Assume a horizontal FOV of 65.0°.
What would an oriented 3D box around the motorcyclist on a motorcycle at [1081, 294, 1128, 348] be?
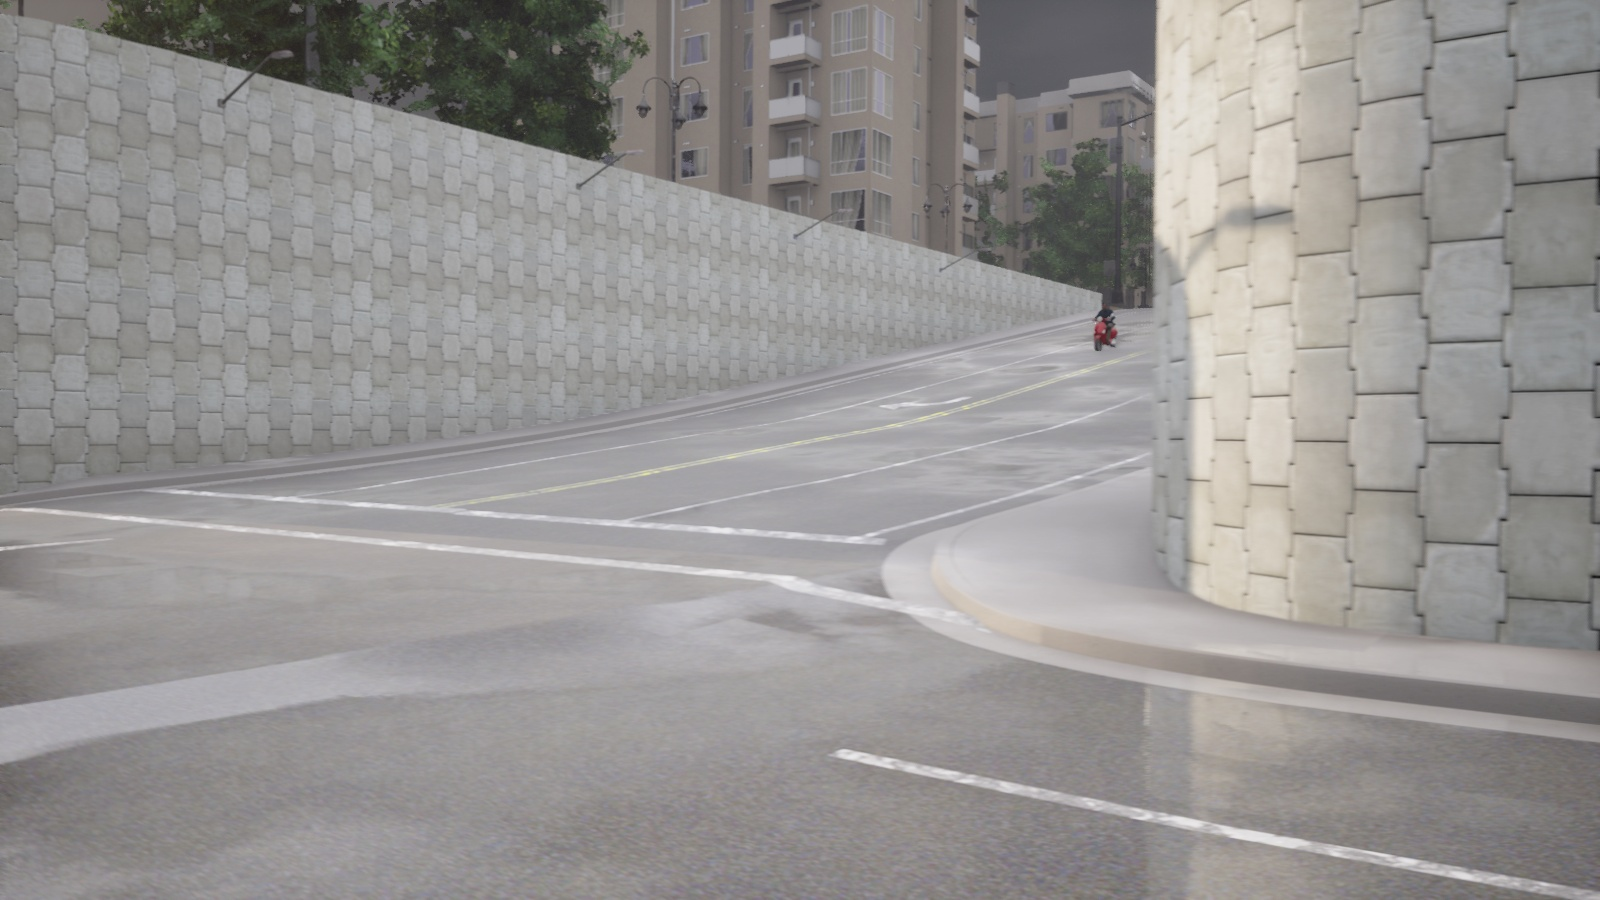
[{"bbox_3d":[10.312,-4.370,42.488,0.866,1.590,1.817,0,10,35],"label":"motorcyclist on a motorcycle"}]
